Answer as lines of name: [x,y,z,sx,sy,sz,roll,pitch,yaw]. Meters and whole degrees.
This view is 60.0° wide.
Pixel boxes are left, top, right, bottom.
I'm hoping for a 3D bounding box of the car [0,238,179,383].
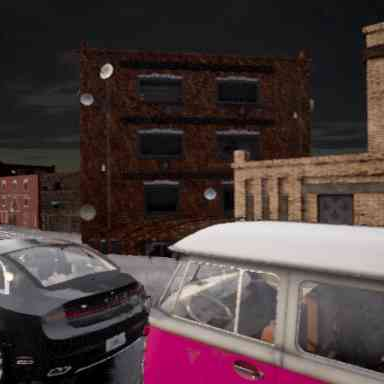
car: [-2.857,1.484,5.291,4.892,1.521,2.231,0,0,36]
